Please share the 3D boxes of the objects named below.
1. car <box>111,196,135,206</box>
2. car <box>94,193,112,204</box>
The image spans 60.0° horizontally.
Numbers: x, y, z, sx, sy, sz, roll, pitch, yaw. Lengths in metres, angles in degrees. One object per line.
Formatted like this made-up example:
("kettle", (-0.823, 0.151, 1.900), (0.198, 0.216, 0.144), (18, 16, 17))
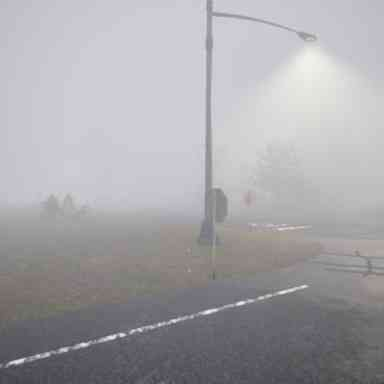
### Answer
("car", (-10.671, 1.490, 52.631), (1.994, 1.385, 4.181), (0, 0, -33))
("car", (-16.238, 1.129, 60.955), (2.150, 2.045, 5.566), (0, 0, -34))
